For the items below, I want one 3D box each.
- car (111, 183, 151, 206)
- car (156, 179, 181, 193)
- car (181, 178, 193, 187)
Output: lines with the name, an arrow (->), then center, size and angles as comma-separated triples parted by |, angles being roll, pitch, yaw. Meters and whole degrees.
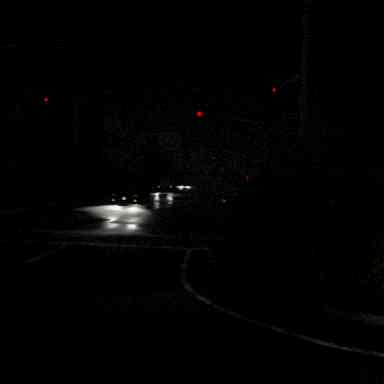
car -> -4.157, 0.102, 23.163 | 1.994, 1.385, 4.181 | 2, 4, 5
car -> -2.812, -0.719, 38.388 | 1.812, 1.442, 4.674 | 2, 3, 5
car -> -0.928, -1.700, 58.842 | 1.994, 1.385, 4.181 | 2, 3, 5
